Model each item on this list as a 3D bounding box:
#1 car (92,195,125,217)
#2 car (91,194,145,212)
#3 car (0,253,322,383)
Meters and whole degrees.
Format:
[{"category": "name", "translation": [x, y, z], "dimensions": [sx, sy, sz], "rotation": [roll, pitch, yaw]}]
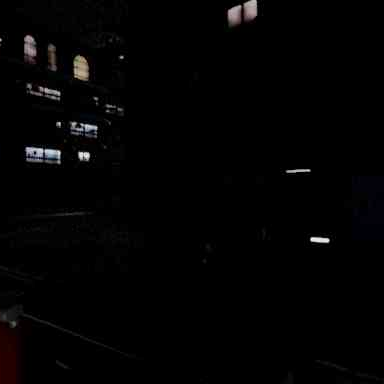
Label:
[{"category": "car", "translation": [-5.116, 1.065, 24.943], "dimensions": [1.752, 1.417, 4.829], "rotation": [0, 1, 36]}, {"category": "car", "translation": [-7.028, 1.025, 32.112], "dimensions": [2.128, 1.511, 4.902], "rotation": [0, 0, 36]}, {"category": "car", "translation": [-0.878, 1.409, 3.583], "dimensions": [4.097, 1.590, 1.967], "rotation": [1, 0, 36]}]
